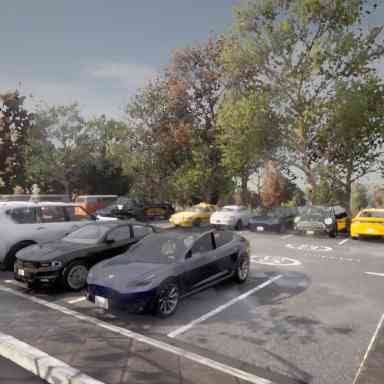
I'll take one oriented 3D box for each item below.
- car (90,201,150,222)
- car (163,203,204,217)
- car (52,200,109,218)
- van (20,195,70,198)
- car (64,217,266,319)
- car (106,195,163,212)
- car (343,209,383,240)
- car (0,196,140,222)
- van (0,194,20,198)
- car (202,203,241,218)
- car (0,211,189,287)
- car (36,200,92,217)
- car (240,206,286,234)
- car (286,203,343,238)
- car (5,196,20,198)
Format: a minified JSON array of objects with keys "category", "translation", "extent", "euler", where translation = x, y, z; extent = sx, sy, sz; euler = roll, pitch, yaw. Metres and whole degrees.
[{"category":"car","translation":[-6.031,1.565,28.427],"extent":[2.163,1.488,4.792],"euler":[0,0,36]},{"category":"car","translation":[0.600,1.560,23.419],"extent":[1.946,1.575,5.366],"euler":[0,0,36]},{"category":"car","translation":[-10.582,1.554,31.801],"extent":[2.163,1.488,4.792],"euler":[0,0,36]},{"category":"van","translation":[-15.027,1.310,34.857],"extent":[1.878,1.987,4.442],"euler":[0,0,36]},{"category":"car","translation":[-0.267,1.629,8.079],"extent":[2.163,1.488,4.792],"euler":[0,0,36]},{"category":"car","translation":[-3.756,1.293,26.845],"extent":[2.435,2.045,5.566],"euler":[0,0,36]},{"category":"car","translation":[9.574,1.600,17.128],"extent":[2.097,1.535,5.008],"euler":[0,0,36]},{"category":"car","translation":[-4.725,1.329,11.386],"extent":[2.435,2.045,5.566],"euler":[0,0,36]},{"category":"van","translation":[-19.391,1.337,38.303],"extent":[1.878,1.987,4.442],"euler":[0,0,36]},{"category":"car","translation":[2.950,1.613,21.939],"extent":[2.002,1.452,4.674],"euler":[0,0,36]},{"category":"car","translation":[-2.493,1.590,9.737],"extent":[2.097,1.535,5.008],"euler":[0,0,36]},{"category":"car","translation":[-12.718,1.557,33.352],"extent":[2.163,1.488,4.792],"euler":[0,0,36]},{"category":"car","translation":[5.176,1.611,20.290],"extent":[2.163,1.488,4.792],"euler":[0,0,36]},{"category":"car","translation":[7.353,1.465,18.785],"extent":[2.185,1.767,4.553],"euler":[0,0,36]},{"category":"car","translation":[-17.214,1.548,36.585],"extent":[2.097,1.535,5.008],"euler":[0,0,36]}]
